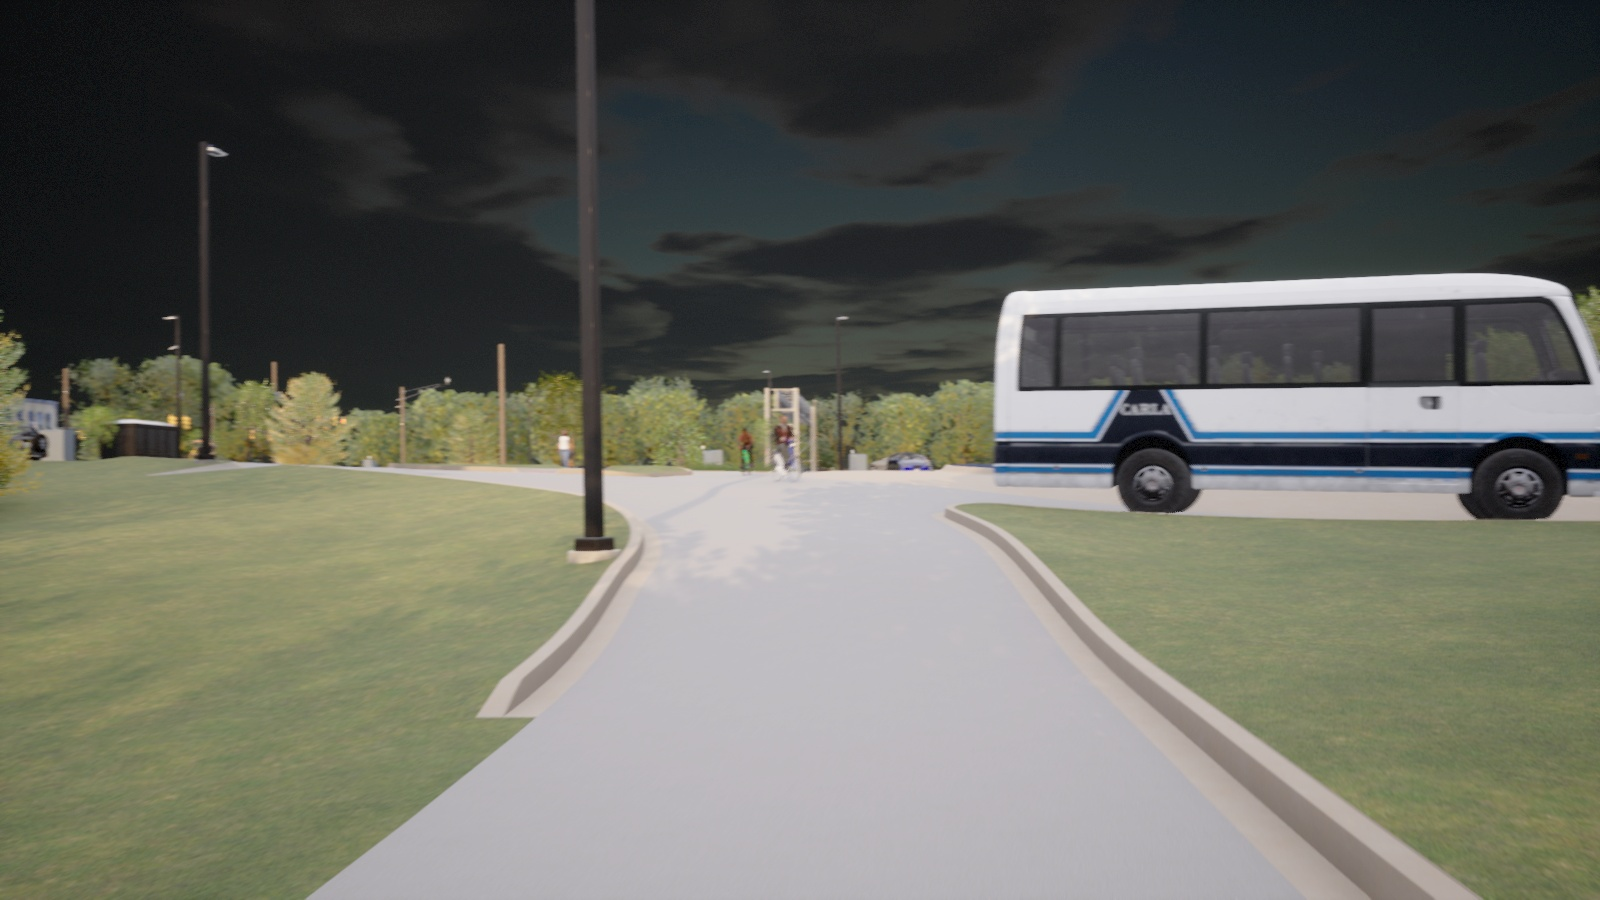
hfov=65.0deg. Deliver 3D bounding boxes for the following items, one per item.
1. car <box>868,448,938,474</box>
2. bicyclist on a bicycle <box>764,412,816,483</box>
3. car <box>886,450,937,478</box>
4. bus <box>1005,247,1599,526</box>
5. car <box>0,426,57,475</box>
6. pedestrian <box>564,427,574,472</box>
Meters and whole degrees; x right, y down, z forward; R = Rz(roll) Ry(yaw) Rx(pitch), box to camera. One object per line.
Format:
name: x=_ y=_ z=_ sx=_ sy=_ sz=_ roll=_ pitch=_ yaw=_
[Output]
car: x=7.053 y=0.757 z=86.634 sx=2.152 sy=1.651 sz=5.027 roll=-1 pitch=-1 yaw=-33
bicyclist on a bicycle: x=-0.279 y=-0.045 z=32.393 sx=0.659 sy=1.776 sz=1.843 roll=0 pitch=0 yaw=-23
car: x=6.294 y=0.808 z=71.460 sx=1.816 sy=1.474 sz=4.193 roll=-1 pitch=-1 yaw=-10
bus: x=9.187 y=-0.942 z=22.487 sx=10.273 sy=4.253 sz=3.944 roll=0 pitch=-1 yaw=22
car: x=-32.771 y=0.049 z=50.492 sx=4.605 sy=1.855 sz=1.932 roll=-1 pitch=-2 yaw=-1
pedestrian: x=-9.588 y=-0.011 z=52.056 sx=0.354 sy=1.836 sz=0.706 roll=-1 pitch=-2 yaw=-12
